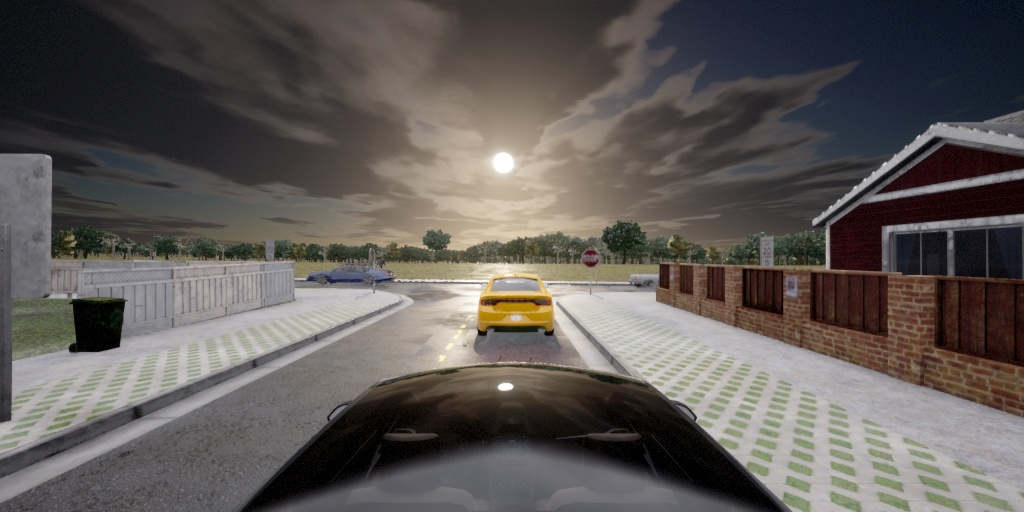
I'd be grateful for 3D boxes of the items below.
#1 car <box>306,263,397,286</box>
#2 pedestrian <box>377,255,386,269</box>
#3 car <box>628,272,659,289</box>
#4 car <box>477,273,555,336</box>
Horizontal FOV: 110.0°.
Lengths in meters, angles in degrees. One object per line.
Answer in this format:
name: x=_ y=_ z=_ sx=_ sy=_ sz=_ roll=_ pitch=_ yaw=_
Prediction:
car: x=-10.479 y=1.196 z=23.659 sx=5.357 sy=1.411 sz=2.033 roll=1 pitch=0 yaw=0
pedestrian: x=-9.721 y=0.821 z=26.577 sx=0.375 sy=1.860 sz=0.375 roll=0 pitch=-1 yaw=0
car: x=10.243 y=1.509 z=23.806 sx=4.718 sy=1.301 sz=1.895 roll=1 pitch=0 yaw=-1
car: x=0.092 y=1.230 z=10.468 sx=1.882 sy=1.535 sz=5.008 roll=0 pitch=0 yaw=0
